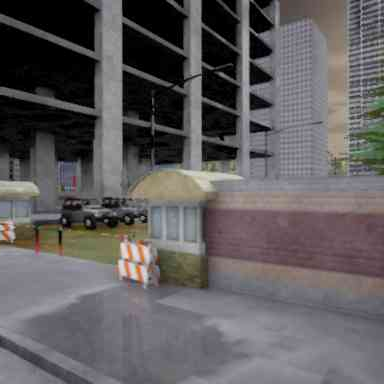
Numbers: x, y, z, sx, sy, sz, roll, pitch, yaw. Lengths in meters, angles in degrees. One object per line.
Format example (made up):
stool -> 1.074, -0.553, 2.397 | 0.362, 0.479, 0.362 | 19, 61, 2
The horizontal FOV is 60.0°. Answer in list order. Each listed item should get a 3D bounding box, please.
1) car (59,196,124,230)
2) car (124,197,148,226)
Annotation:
car -> -6.334, 1.224, 20.148 | 3.866, 1.878, 1.905 | 0, 0, 36
car -> -4.613, 1.224, 22.533 | 3.866, 1.878, 1.905 | 0, 0, 36
